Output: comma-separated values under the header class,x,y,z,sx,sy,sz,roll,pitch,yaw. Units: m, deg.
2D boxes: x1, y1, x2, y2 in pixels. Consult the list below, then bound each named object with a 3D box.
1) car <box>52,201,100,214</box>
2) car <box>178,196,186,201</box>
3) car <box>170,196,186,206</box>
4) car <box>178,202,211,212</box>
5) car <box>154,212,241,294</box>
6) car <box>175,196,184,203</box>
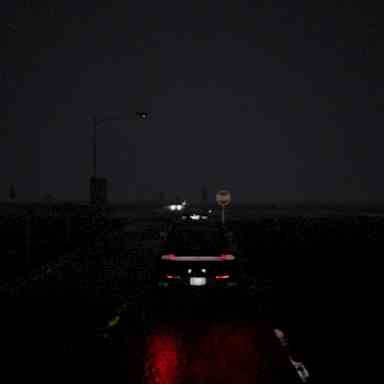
class,x,y,z,sx,sy,sz,roll,pitch,yaw
car,-11.879,1.638,34.694,4.718,1.301,1.895,0,0,0
car,-2.669,1.718,88.731,1.812,1.442,4.674,0,0,0
car,-2.726,1.607,58.630,2.128,1.511,4.902,0,0,0
car,0.295,1.584,22.553,2.033,1.411,5.357,0,0,4
car,0.119,1.505,8.812,2.128,1.511,4.902,0,0,0
car,-2.666,1.633,73.436,1.882,1.535,5.008,0,0,0
